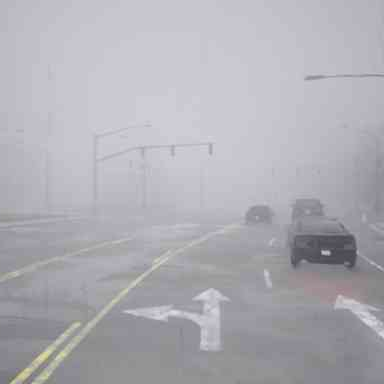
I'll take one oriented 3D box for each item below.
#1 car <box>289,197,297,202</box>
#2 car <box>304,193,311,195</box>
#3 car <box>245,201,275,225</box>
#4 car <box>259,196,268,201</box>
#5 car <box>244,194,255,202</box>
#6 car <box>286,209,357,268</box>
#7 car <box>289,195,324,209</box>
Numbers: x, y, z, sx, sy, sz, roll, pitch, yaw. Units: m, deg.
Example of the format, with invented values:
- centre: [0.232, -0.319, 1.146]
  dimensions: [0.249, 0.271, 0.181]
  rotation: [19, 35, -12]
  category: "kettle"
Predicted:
- centre: [25.334, 1.851, 83.537]
  dimensions: [1.895, 1.301, 4.718]
  rotation: [0, 0, 19]
  category: "car"
- centre: [28.651, 1.486, 82.420]
  dimensions: [2.150, 2.045, 5.566]
  rotation: [0, 0, 19]
  category: "car"
- centre: [5.479, 1.748, 26.568]
  dimensions: [1.882, 1.535, 5.008]
  rotation: [0, 0, 18]
  category: "car"
- centre: [18.295, 1.817, 84.563]
  dimensions: [2.033, 1.411, 5.357]
  rotation: [0, 0, 19]
  category: "car"
- centre: [14.967, 1.498, 85.646]
  dimensions: [2.150, 2.045, 5.566]
  rotation: [0, 0, 19]
  category: "car"
- centre: [4.466, 1.610, 11.956]
  dimensions: [1.882, 1.535, 5.008]
  rotation: [0, 0, 14]
  category: "car"
- centre: [8.670, 1.487, 25.010]
  dimensions: [2.150, 2.045, 5.566]
  rotation: [0, 0, 19]
  category: "car"
